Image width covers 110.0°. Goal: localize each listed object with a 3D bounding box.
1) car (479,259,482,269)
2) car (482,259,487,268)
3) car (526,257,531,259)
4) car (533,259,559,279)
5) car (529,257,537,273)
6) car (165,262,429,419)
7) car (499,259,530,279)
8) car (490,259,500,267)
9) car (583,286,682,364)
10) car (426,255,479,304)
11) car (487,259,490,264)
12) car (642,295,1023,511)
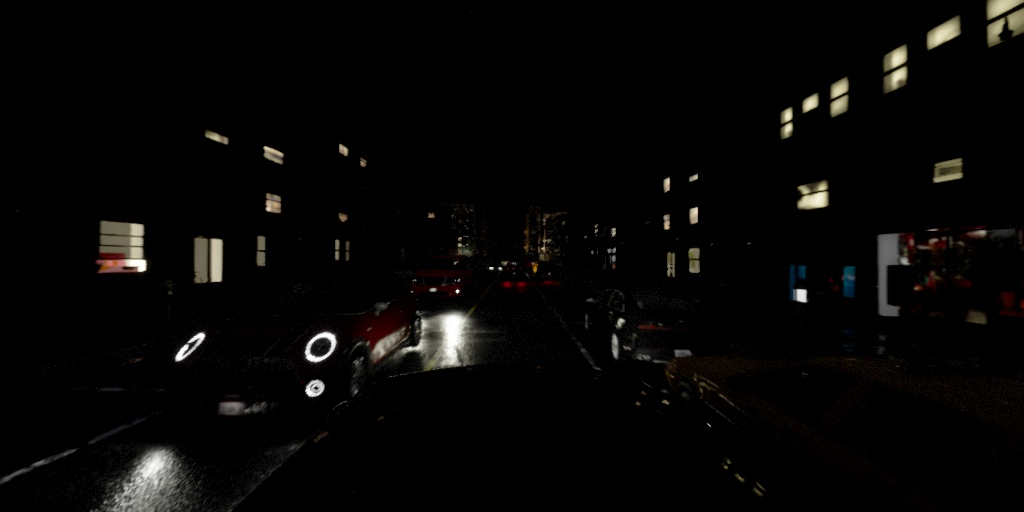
[{"bbox_3d":[-5.554,1.054,46.610,2.192,1.841,5.009,0,0,0],"label":"car"},{"bbox_3d":[-5.518,1.326,57.675,1.802,1.307,4.207,0,0,0],"label":"car"},{"bbox_3d":[2.845,1.078,52.114,2.192,1.841,5.009,0,0,0],"label":"car"},{"bbox_3d":[3.241,1.265,33.280,1.837,1.490,4.892,0,0,0],"label":"car"},{"bbox_3d":[3.258,1.239,40.281,1.882,1.535,5.008,0,0,0],"label":"car"},{"bbox_3d":[-3.089,1.094,6.209,2.097,1.767,4.553,0,0,0],"label":"car"},{"bbox_3d":[0.189,1.246,31.869,2.128,1.511,4.902,0,0,0],"label":"car"},{"bbox_3d":[-2.827,1.229,64.609,1.882,1.535,5.008,0,0,1],"label":"car"},{"bbox_3d":[2.703,1.308,7.850,2.007,1.370,4.403,0,0,0],"label":"car"},{"bbox_3d":[-3.044,0.964,16.794,2.150,2.045,5.566,0,0,1],"label":"car"},{"bbox_3d":[-5.500,1.186,63.209,1.967,1.591,4.097,0,0,0],"label":"car"},{"bbox_3d":[2.687,1.283,2.487,1.751,1.417,4.829,0,0,0],"label":"car"}]
